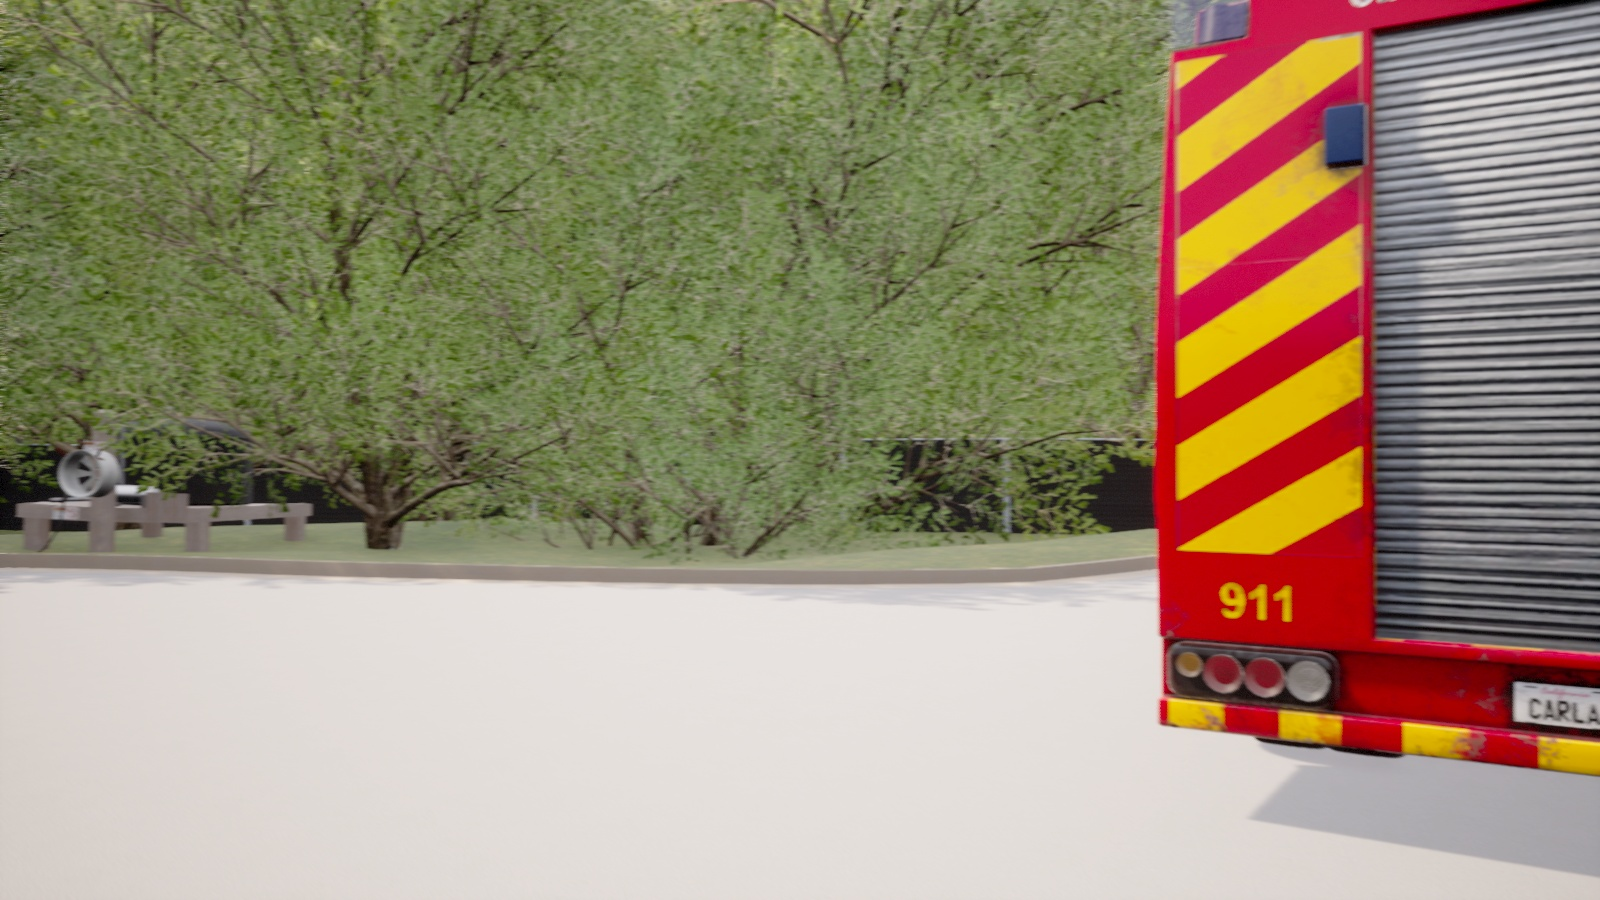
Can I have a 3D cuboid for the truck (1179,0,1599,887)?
[{"bbox_3d":[5.047,-0.404,7.902,2.891,3.827,8.468,0,0,33],"label":"truck"}]
